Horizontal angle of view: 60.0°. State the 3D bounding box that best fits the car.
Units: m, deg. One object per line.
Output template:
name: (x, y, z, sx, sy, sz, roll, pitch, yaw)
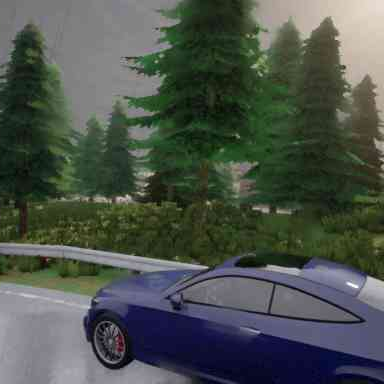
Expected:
car: (0.761, 1.499, 4.094, 4.674, 1.442, 1.812, 1, 1, 31)
